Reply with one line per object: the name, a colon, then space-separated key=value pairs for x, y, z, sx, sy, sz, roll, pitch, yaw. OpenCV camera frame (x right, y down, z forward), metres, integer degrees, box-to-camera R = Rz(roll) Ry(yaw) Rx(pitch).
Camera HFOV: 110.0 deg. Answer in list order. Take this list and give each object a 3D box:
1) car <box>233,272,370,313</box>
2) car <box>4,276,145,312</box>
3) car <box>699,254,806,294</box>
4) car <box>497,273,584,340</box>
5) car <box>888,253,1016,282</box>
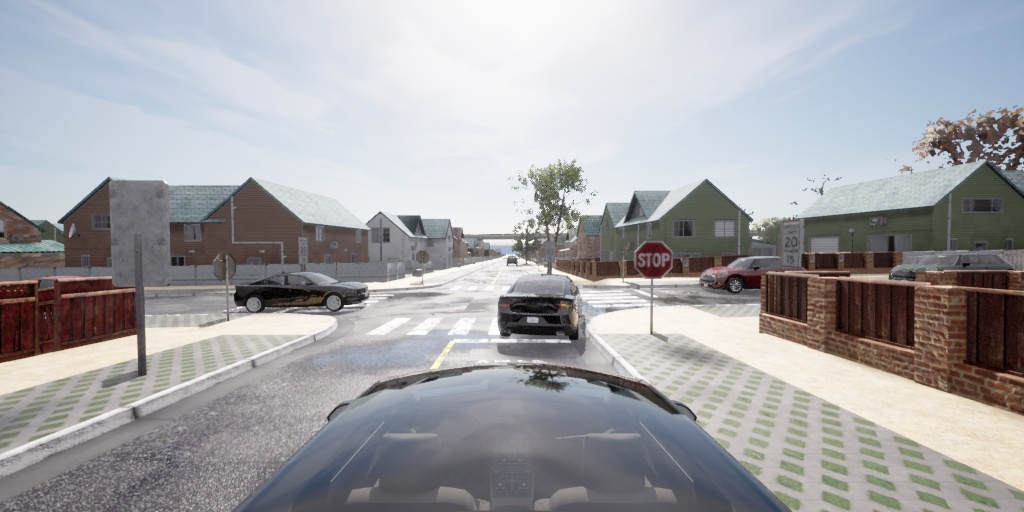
car: x=-8.463 y=1.378 z=14.654 sx=5.008 sy=1.535 sz=1.882 roll=-1 pitch=2 yaw=0
car: x=-18.016 y=1.549 z=14.595 sx=5.008 sy=1.535 sz=1.882 roll=-1 pitch=2 yaw=0
car: x=11.813 y=0.822 z=17.728 sx=4.553 sy=1.767 sz=2.097 roll=-1 pitch=2 yaw=0
car: x=0.961 y=1.225 z=10.123 sx=1.882 sy=1.535 sz=5.008 roll=0 pitch=0 yaw=12
car: x=21.708 y=0.648 z=17.796 sx=4.553 sy=1.767 sz=2.097 roll=-1 pitch=2 yaw=0
